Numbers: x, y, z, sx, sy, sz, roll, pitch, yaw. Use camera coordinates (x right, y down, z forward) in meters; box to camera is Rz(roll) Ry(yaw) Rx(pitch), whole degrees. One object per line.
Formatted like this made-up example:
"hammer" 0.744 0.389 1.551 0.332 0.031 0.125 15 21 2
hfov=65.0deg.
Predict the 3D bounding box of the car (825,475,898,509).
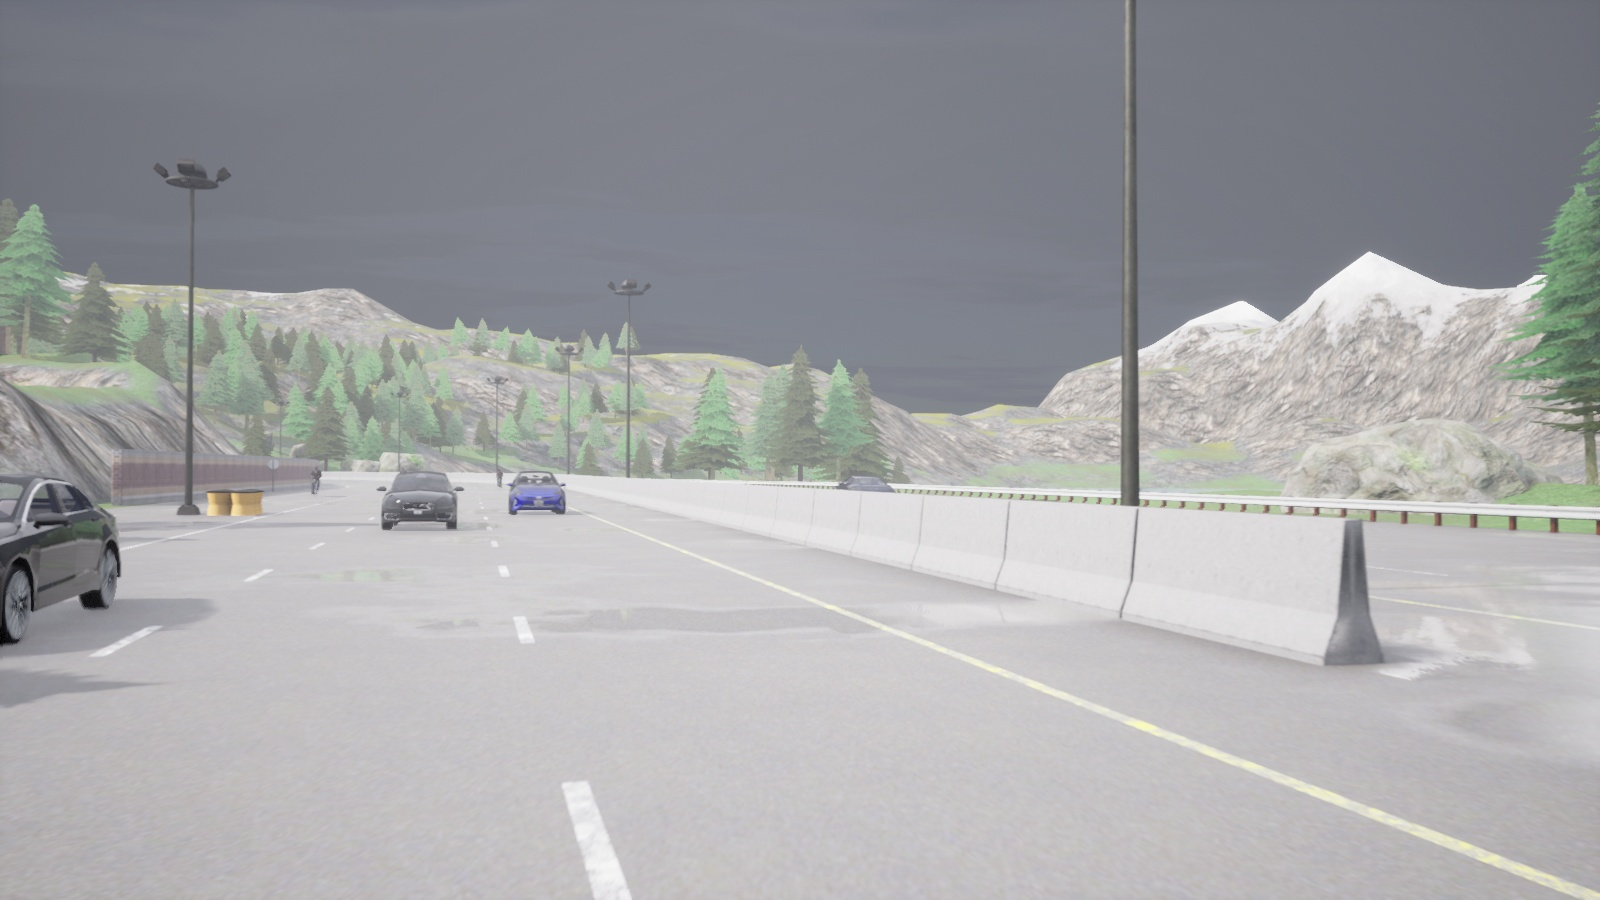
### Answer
"car" 2.605 1.773 54.141 1.994 1.385 4.181 0 -1 -15

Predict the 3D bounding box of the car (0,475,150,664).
"car" -8.069 1.006 12.158 2.128 1.511 4.902 0 -1 -15

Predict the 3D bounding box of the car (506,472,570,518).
"car" -9.322 1.542 44.448 2.007 1.525 4.514 0 -1 -15

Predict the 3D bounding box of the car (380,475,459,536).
"car" -10.046 1.418 33.441 1.837 1.490 4.892 0 -1 -15
